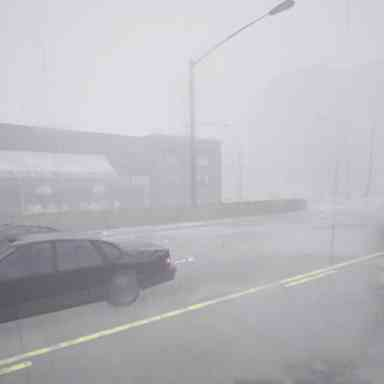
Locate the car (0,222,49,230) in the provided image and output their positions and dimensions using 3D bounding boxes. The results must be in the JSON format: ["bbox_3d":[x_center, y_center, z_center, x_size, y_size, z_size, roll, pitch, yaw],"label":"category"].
[{"bbox_3d":[-4.973,1.547,9.119,4.181,1.385,1.994,-2,1,-34],"label":"car"}]

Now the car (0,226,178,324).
[{"bbox_3d":[-2.888,1.527,6.259,5.357,1.411,2.033,-2,1,-35],"label":"car"}]
